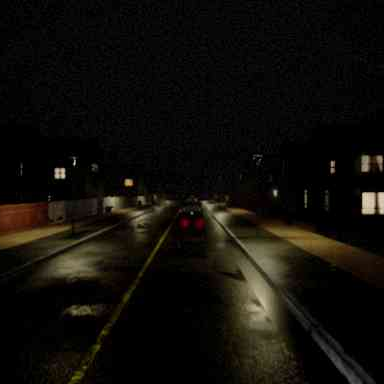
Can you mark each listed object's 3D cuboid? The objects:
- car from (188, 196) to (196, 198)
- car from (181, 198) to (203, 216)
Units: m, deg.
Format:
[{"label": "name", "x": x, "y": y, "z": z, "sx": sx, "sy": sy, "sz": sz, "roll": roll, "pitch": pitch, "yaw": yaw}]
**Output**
[{"label": "car", "x": -0.010, "y": 1.403, "z": 58.234, "sx": 1.801, "sy": 1.575, "sz": 5.366, "roll": 0, "pitch": 0, "yaw": 0}, {"label": "car", "x": 0.022, "y": 1.531, "z": 30.733, "sx": 1.895, "sy": 1.301, "sz": 4.718, "roll": 0, "pitch": 0, "yaw": 1}]
